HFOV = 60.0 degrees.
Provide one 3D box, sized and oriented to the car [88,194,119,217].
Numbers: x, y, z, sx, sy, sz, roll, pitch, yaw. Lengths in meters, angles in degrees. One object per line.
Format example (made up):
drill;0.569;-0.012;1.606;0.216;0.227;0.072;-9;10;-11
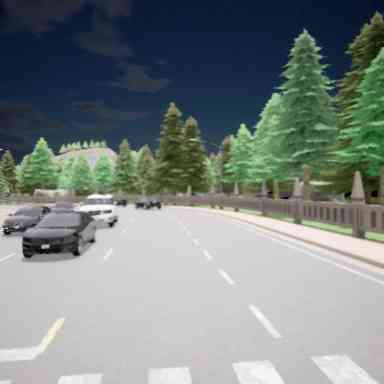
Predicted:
car;-8.989;1.247;33.404;2.150;2.045;5.566;-1;0;-23

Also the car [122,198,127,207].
car;-11.753;1.515;50.394;4.892;1.490;1.837;-1;0;43

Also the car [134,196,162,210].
car;-5.668;1.294;42.334;2.097;1.767;4.553;-1;0;-31

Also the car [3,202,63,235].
car;-9.419;1.585;19.712;1.837;1.490;4.892;-1;0;-8

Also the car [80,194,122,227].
car;-6.342;1.241;22.986;2.150;2.045;5.566;-1;0;-8

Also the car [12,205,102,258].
car;-5.081;1.511;13.336;1.882;1.535;5.008;-1;0;-7

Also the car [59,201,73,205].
car;-11.340;1.581;29.522;1.837;1.490;4.892;-1;0;-19
